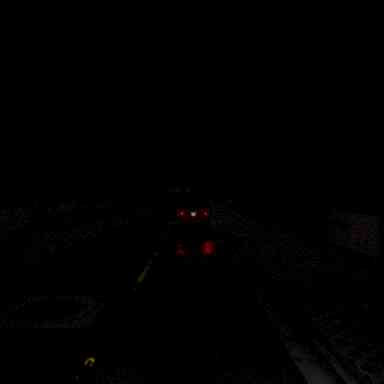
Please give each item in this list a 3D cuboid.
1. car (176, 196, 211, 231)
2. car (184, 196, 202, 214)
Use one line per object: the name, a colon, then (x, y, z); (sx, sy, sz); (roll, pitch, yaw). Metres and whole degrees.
car: (0.087, 1.403, 22.141); (2.150, 2.045, 5.566); (0, 0, 0)
car: (0.086, 1.500, 41.092); (2.150, 2.045, 5.566); (0, 0, -1)
